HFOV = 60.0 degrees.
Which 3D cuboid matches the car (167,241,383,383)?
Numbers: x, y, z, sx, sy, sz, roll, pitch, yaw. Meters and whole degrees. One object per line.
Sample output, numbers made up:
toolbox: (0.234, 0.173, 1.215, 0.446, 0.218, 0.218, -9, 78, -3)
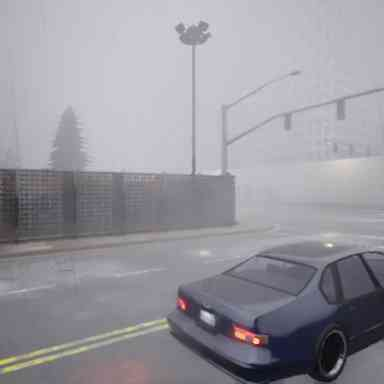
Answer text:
car: (2.246, 1.540, 5.400, 5.357, 1.411, 2.033, 0, 0, -35)
